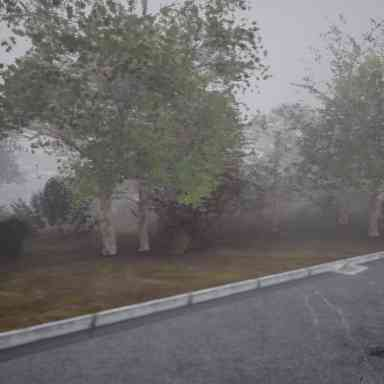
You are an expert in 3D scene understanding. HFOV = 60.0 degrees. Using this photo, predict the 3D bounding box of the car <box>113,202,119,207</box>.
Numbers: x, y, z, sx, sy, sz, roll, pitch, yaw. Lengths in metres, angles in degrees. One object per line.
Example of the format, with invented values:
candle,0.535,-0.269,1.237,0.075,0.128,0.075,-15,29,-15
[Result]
car,-12.767,2.069,61.801,2.435,2.045,5.566,0,0,-36

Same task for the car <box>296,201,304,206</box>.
car,22.776,2.216,70.859,1.946,1.575,5.366,-1,0,-36

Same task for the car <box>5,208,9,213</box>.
car,-22.507,2.320,38.736,2.097,1.535,5.008,0,0,-36

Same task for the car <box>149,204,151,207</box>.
car,-6.679,2.349,50.005,2.163,1.488,4.792,0,0,-36
